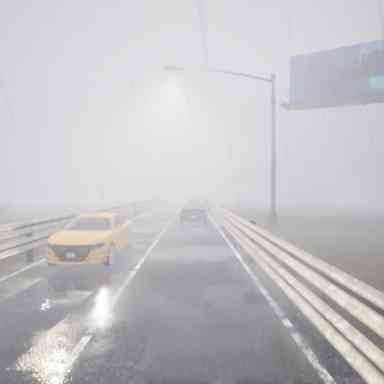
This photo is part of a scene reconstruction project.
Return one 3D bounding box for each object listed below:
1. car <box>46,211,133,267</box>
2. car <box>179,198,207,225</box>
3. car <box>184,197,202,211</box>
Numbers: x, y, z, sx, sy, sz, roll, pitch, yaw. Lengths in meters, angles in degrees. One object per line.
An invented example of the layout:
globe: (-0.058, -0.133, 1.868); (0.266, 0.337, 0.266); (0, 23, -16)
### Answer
car: (-3.334, 1.473, 11.662); (1.882, 1.535, 5.008); (0, 0, 0)
car: (0.102, 1.469, 24.258); (1.882, 1.535, 5.008); (0, 0, 0)
car: (0.103, 1.476, 42.390); (2.128, 1.511, 4.902); (0, 0, 0)
